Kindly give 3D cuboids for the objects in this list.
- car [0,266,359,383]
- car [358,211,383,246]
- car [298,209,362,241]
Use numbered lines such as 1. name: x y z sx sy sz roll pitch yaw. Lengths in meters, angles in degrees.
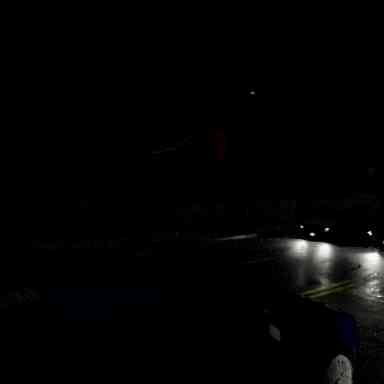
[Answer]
1. car: -0.378 1.491 3.164 5.008 1.535 1.882 1 0 -35
2. car: 9.831 1.596 14.661 5.357 1.411 2.033 0 0 -35
3. car: 7.842 1.596 17.232 5.357 1.411 2.033 0 0 -35
